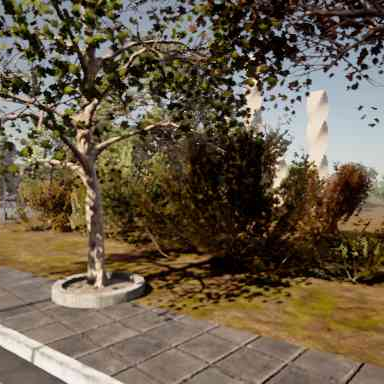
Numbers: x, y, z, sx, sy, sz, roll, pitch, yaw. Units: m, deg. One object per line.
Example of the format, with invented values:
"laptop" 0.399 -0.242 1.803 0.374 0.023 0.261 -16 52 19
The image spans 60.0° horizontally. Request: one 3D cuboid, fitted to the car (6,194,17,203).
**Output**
"car" -29.310 1.103 56.356 2.033 1.411 5.357 1 -2 2
